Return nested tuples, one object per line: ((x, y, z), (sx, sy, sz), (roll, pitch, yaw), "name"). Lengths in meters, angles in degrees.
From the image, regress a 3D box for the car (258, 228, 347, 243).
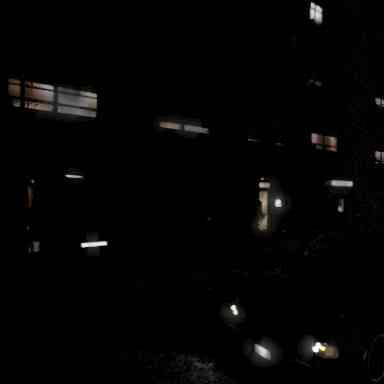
((2.889, 1.643, 8.624), (4.403, 1.369, 2.008), (1, -1, -35), "car")

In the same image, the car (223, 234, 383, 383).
((3.111, 1.620, 5.558), (5.357, 1.411, 2.033), (1, 0, -33), "car")
